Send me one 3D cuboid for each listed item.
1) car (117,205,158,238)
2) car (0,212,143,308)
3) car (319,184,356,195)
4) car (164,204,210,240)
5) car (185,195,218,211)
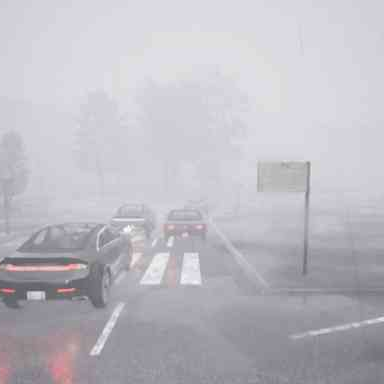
[{"bbox_3d":[-2.877,1.384,16.988,2.128,1.511,4.902,0,1,-1],"label":"car"},{"bbox_3d":[-2.604,1.470,7.845,2.128,1.511,4.902,0,0,-2],"label":"car"},{"bbox_3d":[19.316,-0.353,44.159,4.718,1.301,1.895,-2,5,-19],"label":"car"},{"bbox_3d":[-0.354,1.502,16.604,1.895,1.301,4.718,0,1,-2],"label":"car"},{"bbox_3d":[0.830,0.974,27.397,2.128,1.511,4.902,1,3,16],"label":"car"}]
